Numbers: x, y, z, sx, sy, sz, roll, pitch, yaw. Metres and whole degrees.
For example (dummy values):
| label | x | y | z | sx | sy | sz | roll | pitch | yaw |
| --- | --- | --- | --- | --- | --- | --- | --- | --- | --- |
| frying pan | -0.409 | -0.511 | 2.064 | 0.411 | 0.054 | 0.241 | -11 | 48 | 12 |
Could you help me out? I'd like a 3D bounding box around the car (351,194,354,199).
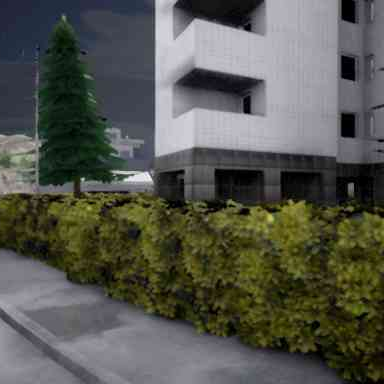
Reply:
| label | x | y | z | sx | sy | sz | roll | pitch | yaw |
| --- | --- | --- | --- | --- | --- | --- | --- | --- | --- |
| car | 36.764 | 1.268 | 74.464 | 3.806 | 1.475 | 1.970 | 0 | 0 | -26 |
